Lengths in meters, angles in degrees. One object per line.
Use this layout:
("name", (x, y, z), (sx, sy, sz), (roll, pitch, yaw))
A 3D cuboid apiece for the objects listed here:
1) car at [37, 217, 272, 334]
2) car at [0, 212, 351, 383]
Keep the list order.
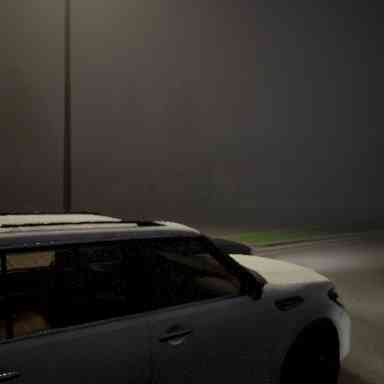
("car", (-0.660, 1.498, 7.565), (4.902, 1.511, 2.128), (0, 0, -35))
("car", (-0.803, 1.223, 3.170), (5.566, 2.045, 2.150), (0, 0, -35))
